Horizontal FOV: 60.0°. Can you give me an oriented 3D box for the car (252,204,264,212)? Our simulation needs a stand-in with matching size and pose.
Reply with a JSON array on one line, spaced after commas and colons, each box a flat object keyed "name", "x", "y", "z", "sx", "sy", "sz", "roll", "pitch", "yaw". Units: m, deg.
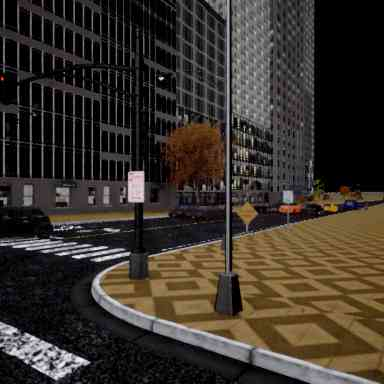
[{"name": "car", "x": 10.950, "y": 2.534, "z": 54.036, "sx": 1.895, "sy": 1.301, "sz": 4.718, "roll": 0, "pitch": -1, "yaw": 33}]

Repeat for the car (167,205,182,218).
[{"name": "car", "x": -0.436, "y": 2.108, "z": 36.565, "sx": 2.033, "sy": 1.411, "sz": 5.357, "roll": 0, "pitch": -1, "yaw": 33}]

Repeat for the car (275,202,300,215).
[{"name": "car", "x": 13.738, "y": 2.203, "z": 46.277, "sx": 2.097, "sy": 1.767, "sz": 4.553, "roll": 0, "pitch": -1, "yaw": 33}]

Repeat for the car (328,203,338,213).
[{"name": "car", "x": 21.875, "y": 2.510, "z": 52.986, "sx": 1.882, "sy": 1.535, "sz": 5.008, "roll": 0, "pitch": -1, "yaw": 33}]

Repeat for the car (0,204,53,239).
[{"name": "car", "x": -9.410, "y": 1.514, "z": 16.637, "sx": 2.097, "sy": 1.767, "sz": 4.553, "roll": 1, "pitch": -1, "yaw": 33}]

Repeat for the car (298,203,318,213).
[{"name": "car", "x": 19.143, "y": 2.576, "z": 54.746, "sx": 2.033, "sy": 1.411, "sz": 5.357, "roll": 0, "pitch": -1, "yaw": 33}]

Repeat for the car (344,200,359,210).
[{"name": "car", "x": 31.476, "y": 2.536, "z": 65.773, "sx": 2.150, "sy": 2.045, "sz": 5.566, "roll": 0, "pitch": -1, "yaw": 33}]

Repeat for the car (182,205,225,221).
[{"name": "car", "x": 1.559, "y": 2.087, "z": 33.662, "sx": 2.033, "sy": 1.411, "sz": 5.357, "roll": 0, "pitch": -1, "yaw": 33}]

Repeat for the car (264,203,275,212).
[{"name": "car", "x": 13.417, "y": 2.439, "z": 51.875, "sx": 1.837, "sy": 1.490, "sz": 4.892, "roll": 0, "pitch": -1, "yaw": 33}]

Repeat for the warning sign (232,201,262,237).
[{"name": "warning sign", "x": 3.095, "y": 1.454, "z": 18.576, "sx": 1.300, "sy": 1.860, "sz": 1.060, "roll": 1, "pitch": 1, "yaw": 33}]

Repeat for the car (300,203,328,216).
[{"name": "car", "x": 16.275, "y": 2.353, "z": 44.221, "sx": 1.837, "sy": 1.490, "sz": 4.892, "roll": 0, "pitch": -1, "yaw": 33}]
